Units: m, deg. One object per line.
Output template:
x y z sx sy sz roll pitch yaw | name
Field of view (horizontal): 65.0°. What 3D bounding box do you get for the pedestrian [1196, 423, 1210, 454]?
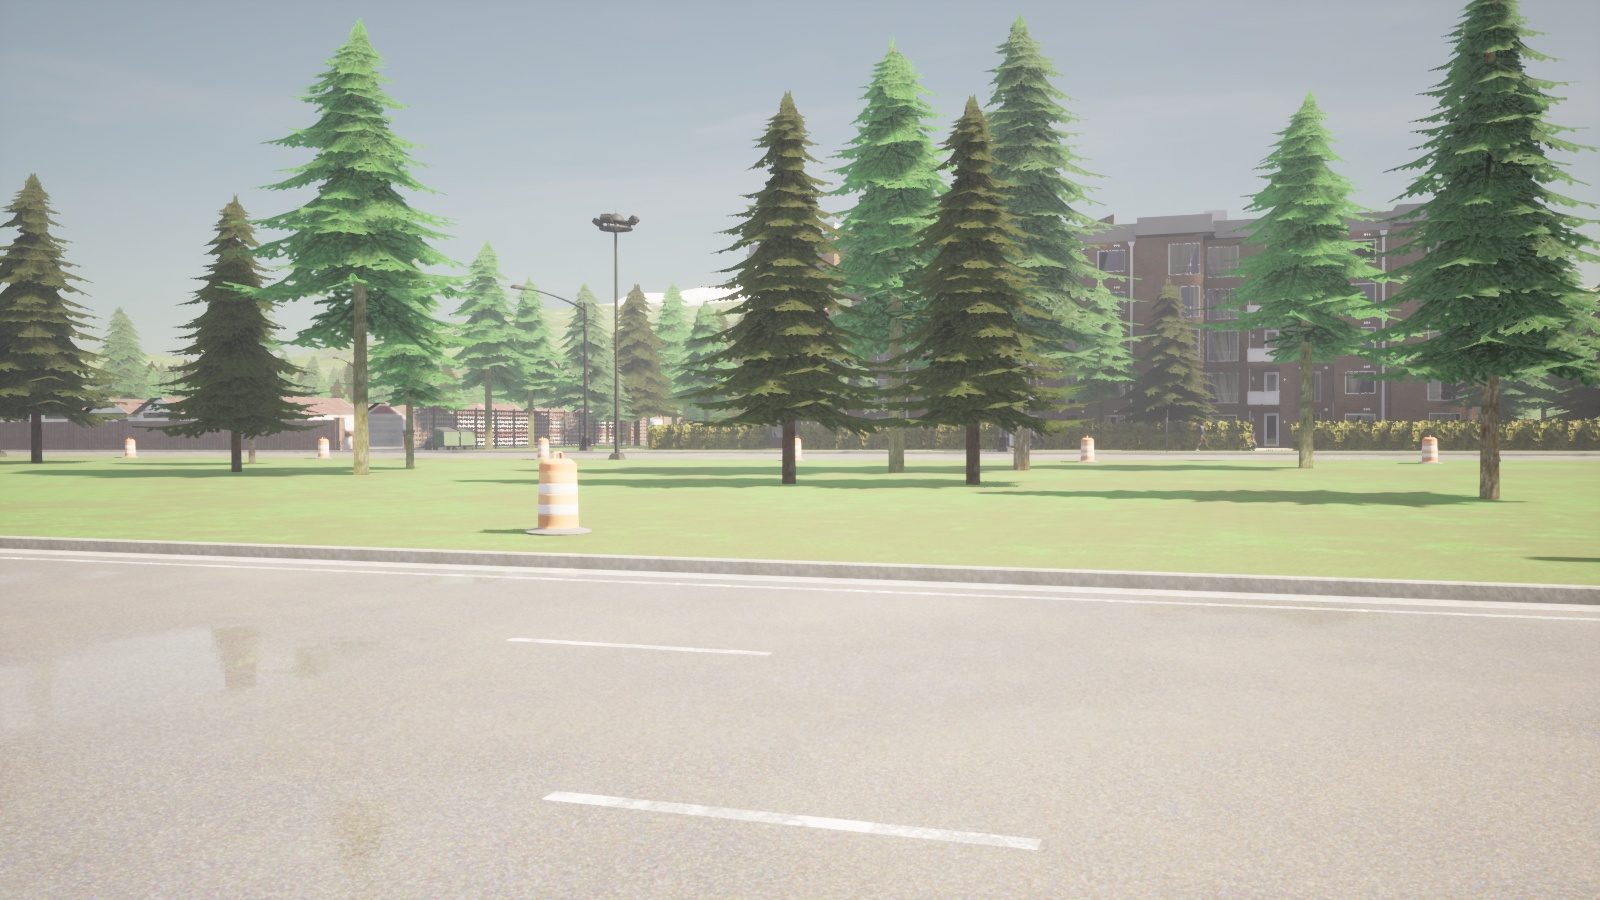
25.209 -0.707 78.536 0.788 1.949 0.423 1 1 19 | pedestrian
